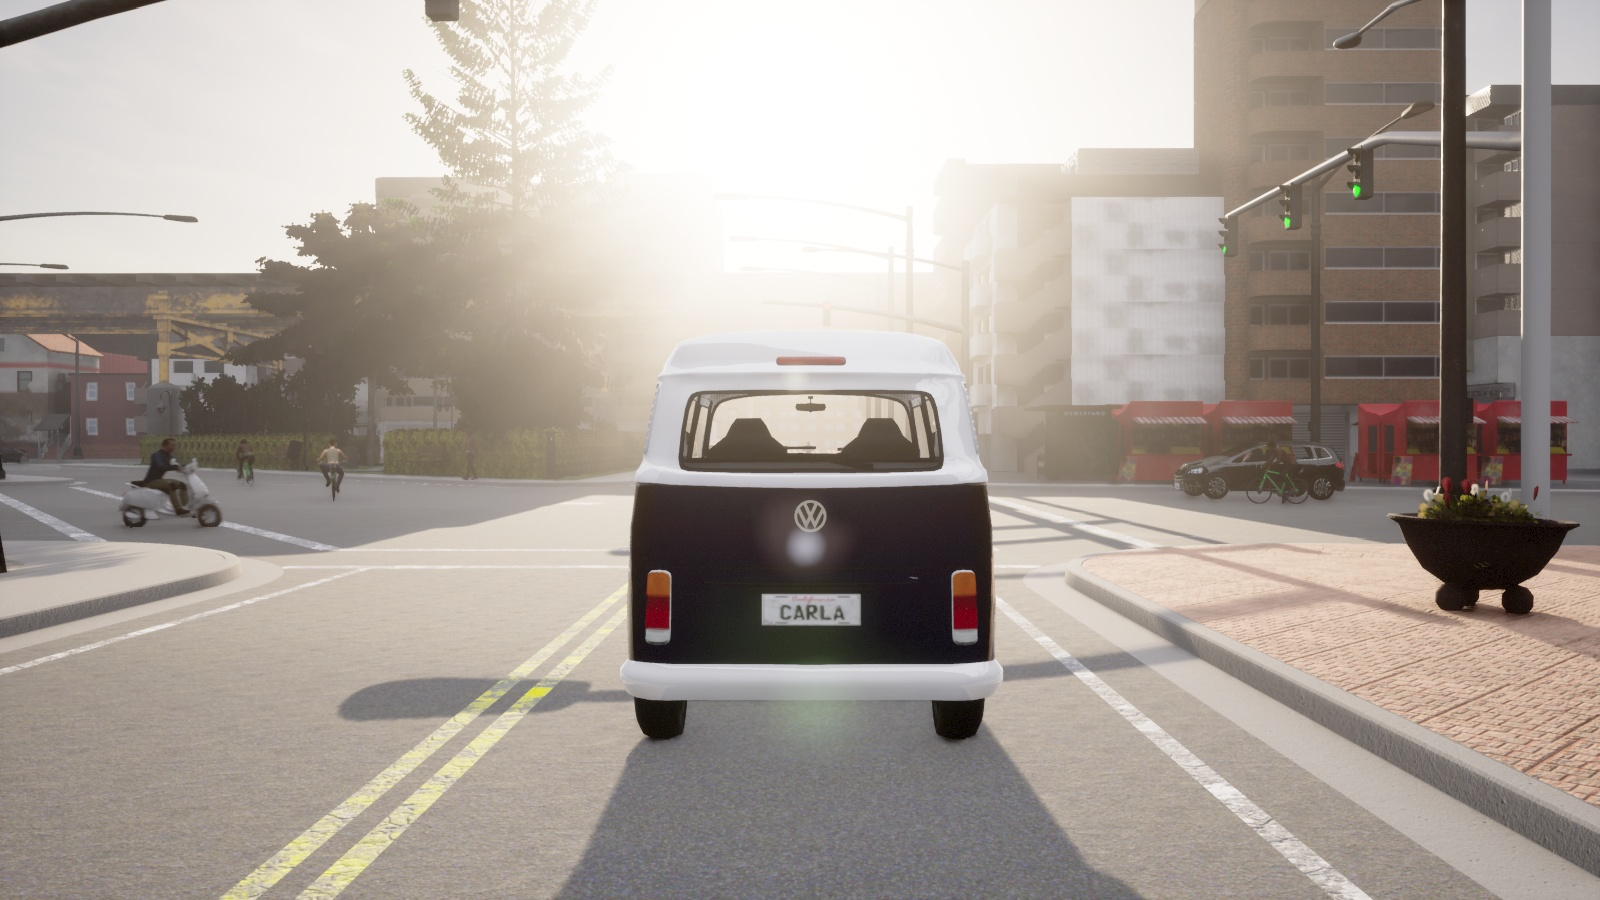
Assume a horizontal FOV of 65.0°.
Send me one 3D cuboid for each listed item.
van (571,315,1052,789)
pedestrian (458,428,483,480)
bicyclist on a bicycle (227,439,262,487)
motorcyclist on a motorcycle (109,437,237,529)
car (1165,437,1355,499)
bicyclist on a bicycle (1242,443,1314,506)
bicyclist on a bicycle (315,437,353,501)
[{"bbox_3d":[0.066,0.427,7.651,2.069,2.038,4.480,0,0,0],"label":"van"},{"bbox_3d":[-11.758,0.139,44.812,0.328,1.805,0.869,0,0,36],"label":"pedestrian"},{"bbox_3d":[-19.044,0.428,43.050,0.582,1.620,1.656,0,0,-42],"label":"bicyclist on a bicycle"},{"bbox_3d":[-10.985,0.567,22.051,1.817,1.590,0.866,0,0,0],"label":"motorcyclist on a motorcycle"},{"bbox_3d":[13.121,0.503,36.080,4.611,1.667,2.242,1,0,0],"label":"car"},{"bbox_3d":[12.392,0.626,32.583,1.656,1.620,0.582,0,0,0],"label":"bicyclist on a bicycle"},{"bbox_3d":[-12.244,0.484,32.981,0.866,1.612,1.509,-2,1,-21],"label":"bicyclist on a bicycle"}]
